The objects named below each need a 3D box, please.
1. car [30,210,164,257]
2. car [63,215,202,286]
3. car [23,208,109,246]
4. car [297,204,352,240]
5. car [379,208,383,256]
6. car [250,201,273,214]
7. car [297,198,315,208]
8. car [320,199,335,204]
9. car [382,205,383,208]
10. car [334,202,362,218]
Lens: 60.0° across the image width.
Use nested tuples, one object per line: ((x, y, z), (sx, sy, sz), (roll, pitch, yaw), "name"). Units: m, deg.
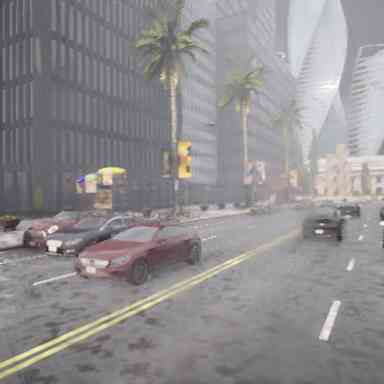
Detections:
((-3.518, 1.675, 13.383), (2.128, 1.511, 4.902), (-1, -1, 29), "car")
((-1.320, 1.652, 10.126), (1.812, 1.442, 4.674), (-1, -1, 29), "car")
((-5.561, 1.585, 15.861), (2.185, 1.767, 4.553), (-1, -1, 29), "car")
((7.171, 1.628, 17.747), (1.837, 1.490, 4.892), (-1, -1, 29), "car")
((7.856, 1.530, 11.806), (1.882, 1.535, 5.008), (-1, -1, 29), "car")
((8.771, 1.841, 41.501), (2.231, 1.521, 4.892), (-1, -1, 29), "car")
((17.468, 1.725, 50.888), (2.097, 1.767, 4.553), (-1, -1, 30), "car")
((19.318, 1.817, 47.046), (1.837, 1.490, 4.892), (-1, 0, 29), "car")
((17.153, 1.737, 28.436), (1.895, 1.301, 4.718), (-1, -1, 29), "car")
((15.608, 1.677, 32.852), (1.882, 1.535, 5.008), (-1, -1, 29), "car")
